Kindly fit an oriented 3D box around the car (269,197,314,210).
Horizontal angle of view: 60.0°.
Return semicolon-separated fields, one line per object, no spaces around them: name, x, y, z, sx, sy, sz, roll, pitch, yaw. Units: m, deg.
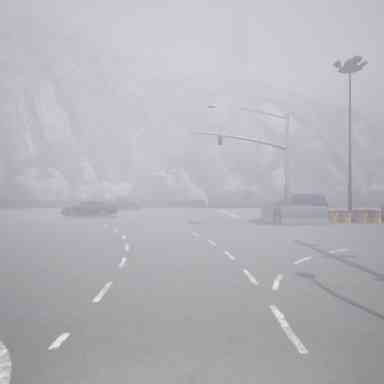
car;12.135;1.418;40.894;4.902;1.511;2.128;0;0;-3

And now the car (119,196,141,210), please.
car;-8.472;1.275;39.823;4.553;1.767;2.097;0;0;-3

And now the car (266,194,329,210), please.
car;9.486;1.167;30.244;5.566;2.045;2.150;0;0;-3

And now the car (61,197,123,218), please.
car;-8.956;1.448;29.283;4.892;1.490;1.837;0;0;-3
